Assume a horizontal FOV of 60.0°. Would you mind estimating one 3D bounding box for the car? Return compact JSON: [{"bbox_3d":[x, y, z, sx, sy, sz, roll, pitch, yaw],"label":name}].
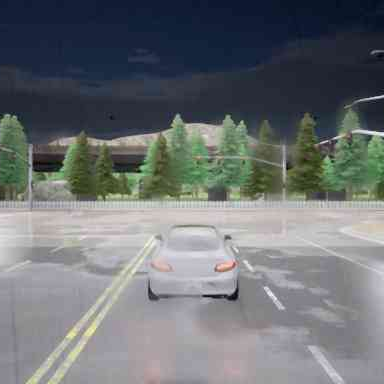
[{"bbox_3d":[0.033,1.525,8.216,1.812,1.442,4.674,0,0,0],"label":"car"}]
